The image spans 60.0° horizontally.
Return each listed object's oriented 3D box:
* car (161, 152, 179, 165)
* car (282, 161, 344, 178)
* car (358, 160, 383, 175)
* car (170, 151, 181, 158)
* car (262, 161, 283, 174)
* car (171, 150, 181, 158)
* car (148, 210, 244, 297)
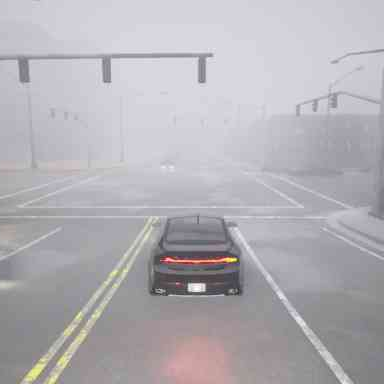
[{"bbox_3d":[-3.577,-4.895,50.684,2.033,1.411,5.357,0,9,0],"label":"car"},{"bbox_3d":[12.105,-2.148,32.844,5.357,1.411,2.033,0,9,0],"label":"car"},{"bbox_3d":[20.744,-2.722,36.284,4.892,1.490,1.837,0,9,0],"label":"car"},{"bbox_3d":[-3.545,-6.653,60.814,2.097,1.767,4.553,0,9,0],"label":"car"},{"bbox_3d":[9.777,-2.695,36.501,4.181,1.385,1.994,1,9,4],"label":"car"},{"bbox_3d":[-3.473,-8.093,70.992,1.882,1.535,5.008,0,9,0],"label":"car"},{"bbox_3d":[0.075,1.200,8.020,1.837,1.490,4.892,0,4,0],"label":"car"}]
